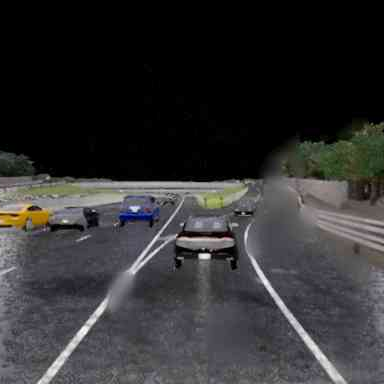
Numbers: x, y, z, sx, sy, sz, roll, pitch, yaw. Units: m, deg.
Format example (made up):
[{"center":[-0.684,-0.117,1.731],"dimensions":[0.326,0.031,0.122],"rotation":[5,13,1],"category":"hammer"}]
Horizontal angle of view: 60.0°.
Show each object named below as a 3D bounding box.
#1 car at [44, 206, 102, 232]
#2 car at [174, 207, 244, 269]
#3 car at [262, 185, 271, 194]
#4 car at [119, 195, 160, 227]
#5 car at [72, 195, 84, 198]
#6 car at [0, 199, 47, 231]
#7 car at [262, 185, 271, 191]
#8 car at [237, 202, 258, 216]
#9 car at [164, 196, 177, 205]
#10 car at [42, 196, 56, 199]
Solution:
[{"center":[-6.902,1.551,20.117],"dimensions":[1.994,1.385,4.181],"rotation":[0,0,0],"category":"car"},{"center":[0.550,1.485,11.208],"dimensions":[2.128,1.511,4.902],"rotation":[0,0,5],"category":"car"},{"center":[17.573,-0.299,77.848],"dimensions":[2.033,1.411,5.357],"rotation":[0,3,11],"category":"car"},{"center":[-3.504,1.208,23.012],"dimensions":[2.150,2.045,5.566],"rotation":[0,0,0],"category":"car"},{"center":[-24.839,1.302,72.588],"dimensions":[1.812,1.442,4.674],"rotation":[0,0,-1],"category":"car"},{"center":[-10.402,1.465,20.687],"dimensions":[1.882,1.535,5.008],"rotation":[0,0,0],"category":"car"},{"center":[19.623,-1.022,88.140],"dimensions":[2.128,1.511,4.902],"rotation":[0,3,10],"category":"car"},{"center":[5.483,1.680,33.180],"dimensions":[1.895,1.301,4.718],"rotation":[0,1,18],"category":"car"},{"center":[-3.667,1.419,55.436],"dimensions":[1.837,1.490,4.892],"rotation":[0,0,0],"category":"car"},{"center":[-24.699,1.457,57.226],"dimensions":[1.994,1.385,4.181],"rotation":[0,0,0],"category":"car"}]
